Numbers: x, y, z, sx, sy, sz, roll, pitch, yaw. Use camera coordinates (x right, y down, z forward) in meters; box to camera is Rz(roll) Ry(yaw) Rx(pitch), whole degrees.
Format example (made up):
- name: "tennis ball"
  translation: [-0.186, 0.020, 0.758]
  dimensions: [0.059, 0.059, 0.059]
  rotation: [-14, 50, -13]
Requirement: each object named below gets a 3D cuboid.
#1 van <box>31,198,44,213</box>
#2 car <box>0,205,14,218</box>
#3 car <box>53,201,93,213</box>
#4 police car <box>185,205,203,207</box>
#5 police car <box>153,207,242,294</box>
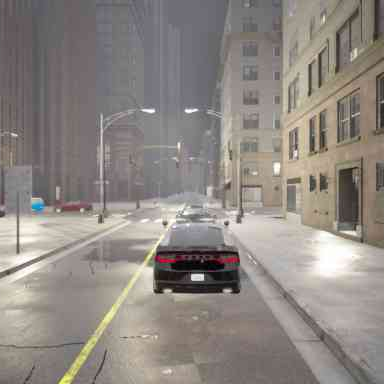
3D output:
- name: "van"
  translation: [-19.570, 1.591, 39.145]
  dimensions: [3.998, 1.788, 1.690]
  rotation: [-1, 0, 0]
- name: "car"
  translation: [-19.600, 1.523, 30.620]
  dimensions: [5.009, 1.841, 2.192]
  rotation: [-1, 0, 0]
- name: "car"
  translation: [-13.943, 1.726, 39.120]
  dimensions: [4.507, 1.381, 1.887]
  rotation: [-1, 0, 0]
- name: "police car"
  translation: [0.127, 1.509, 18.543]
  dimensions: [2.038, 1.542, 4.974]
  rotation: [0, 0, 0]
- name: "police car"
  translation: [0.110, 1.427, 8.938]
  dimensions: [1.930, 1.638, 5.238]
  rotation: [0, 0, 0]
